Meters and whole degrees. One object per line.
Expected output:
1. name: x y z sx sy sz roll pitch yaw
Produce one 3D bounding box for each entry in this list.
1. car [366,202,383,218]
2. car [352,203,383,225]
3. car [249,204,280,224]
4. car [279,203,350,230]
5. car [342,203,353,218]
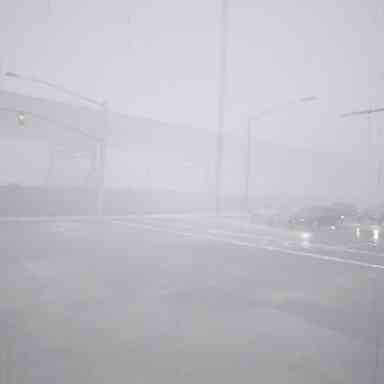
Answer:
1. car: 21.368 1.940 36.541 5.008 1.535 1.882 1 1 -37
2. car: 15.924 1.920 28.229 4.674 1.442 1.812 1 1 -36
3. car: 6.476 1.638 25.638 4.674 1.442 1.812 2 1 -36
4. car: 8.461 1.705 22.758 4.892 1.490 1.837 1 1 -37
5. car: 13.700 1.803 30.932 4.892 1.490 1.837 1 1 -36
